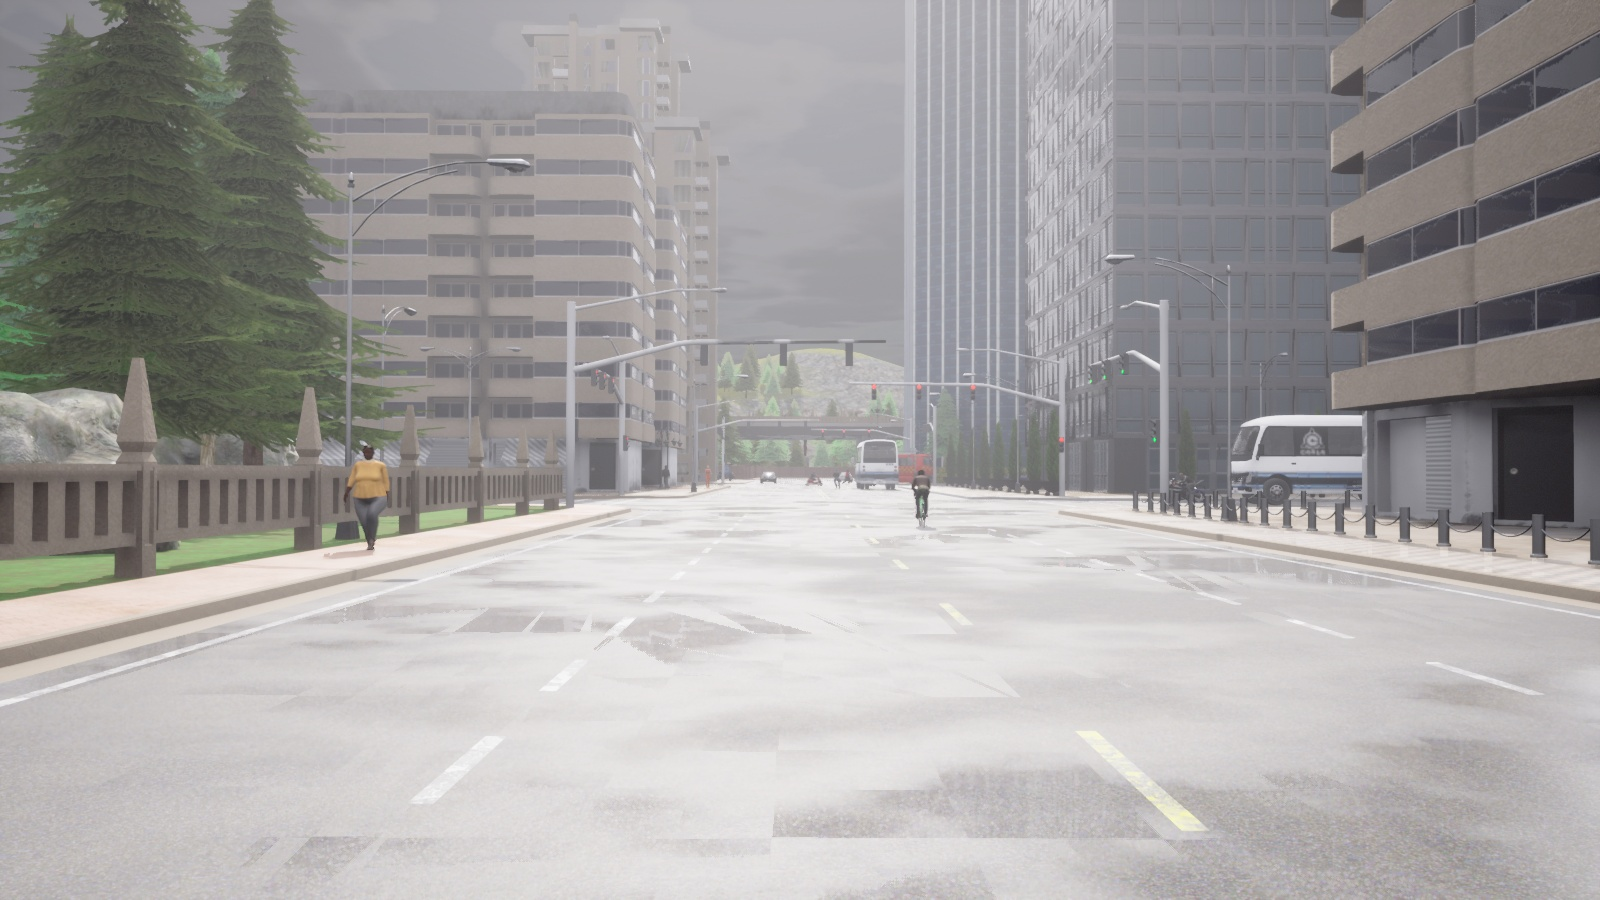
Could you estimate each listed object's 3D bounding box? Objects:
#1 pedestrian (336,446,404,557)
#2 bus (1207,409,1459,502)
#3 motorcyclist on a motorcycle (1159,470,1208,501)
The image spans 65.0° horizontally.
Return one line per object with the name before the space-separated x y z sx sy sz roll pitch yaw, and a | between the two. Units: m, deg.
pedestrian | -7.330 0.862 21.446 0.874 1.855 0.900 0 -1 -2
bus | 25.076 0.280 59.561 10.273 4.253 3.944 0 -1 0
motorcyclist on a motorcycle | 19.262 1.773 63.053 2.191 1.530 0.866 0 -1 0
